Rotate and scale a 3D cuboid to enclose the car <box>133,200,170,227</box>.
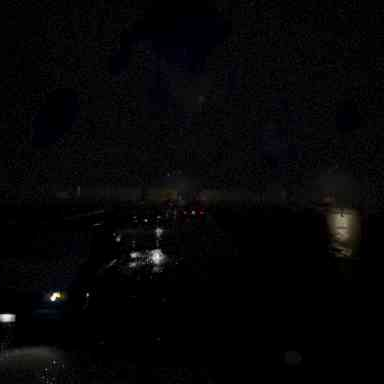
[{"bbox_3d":[-2.817,1.519,22.830,1.837,1.490,4.892,0,0,0],"label":"car"}]

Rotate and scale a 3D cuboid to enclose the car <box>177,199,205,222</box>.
[{"bbox_3d":[0.104,1.566,26.698,2.033,1.411,5.357,0,0,0],"label":"car"}]

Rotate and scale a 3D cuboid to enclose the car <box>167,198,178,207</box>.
[{"bbox_3d":[-2.745,1.562,46.758,2.128,1.511,4.902,0,0,0],"label":"car"}]

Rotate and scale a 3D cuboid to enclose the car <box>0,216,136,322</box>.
[{"bbox_3d":[-2.851,1.547,7.770,2.033,1.411,5.357,0,0,0],"label":"car"}]
